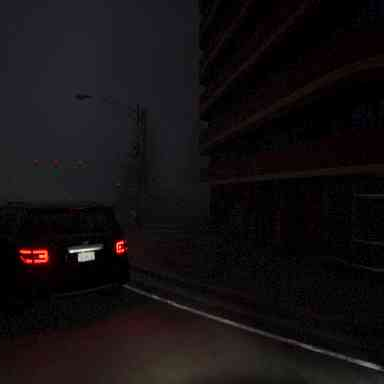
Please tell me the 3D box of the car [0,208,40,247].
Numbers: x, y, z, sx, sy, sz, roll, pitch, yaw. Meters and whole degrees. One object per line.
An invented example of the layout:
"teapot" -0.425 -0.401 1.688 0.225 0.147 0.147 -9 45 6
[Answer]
"car" -8.425 1.564 15.847 1.994 1.385 4.181 0 0 -26

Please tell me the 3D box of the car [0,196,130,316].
"car" -3.554 1.221 7.879 2.150 2.045 5.566 0 0 -40
